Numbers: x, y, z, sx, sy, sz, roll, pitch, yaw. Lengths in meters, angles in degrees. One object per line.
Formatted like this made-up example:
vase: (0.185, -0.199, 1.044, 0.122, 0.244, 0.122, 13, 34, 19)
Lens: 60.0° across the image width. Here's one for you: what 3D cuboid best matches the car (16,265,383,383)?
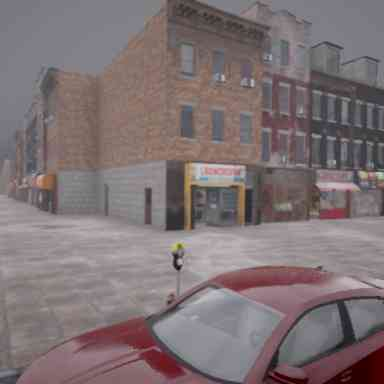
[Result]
car: (0.733, 1.492, 3.236, 4.507, 1.381, 1.887, 0, 1, -31)
